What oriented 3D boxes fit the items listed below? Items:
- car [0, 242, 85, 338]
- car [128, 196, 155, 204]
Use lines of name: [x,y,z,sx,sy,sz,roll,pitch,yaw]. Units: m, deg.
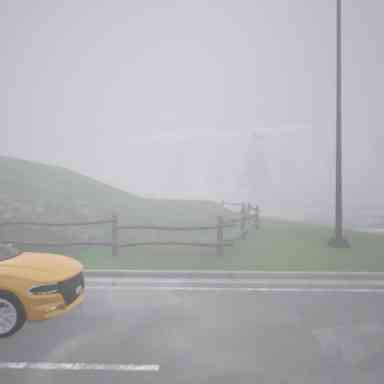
car: [-4.520,1.478,6.049,5.008,1.535,1.882,0,0,2]
car: [-9.638,1.552,65.672,4.674,1.442,1.812,0,0,21]
